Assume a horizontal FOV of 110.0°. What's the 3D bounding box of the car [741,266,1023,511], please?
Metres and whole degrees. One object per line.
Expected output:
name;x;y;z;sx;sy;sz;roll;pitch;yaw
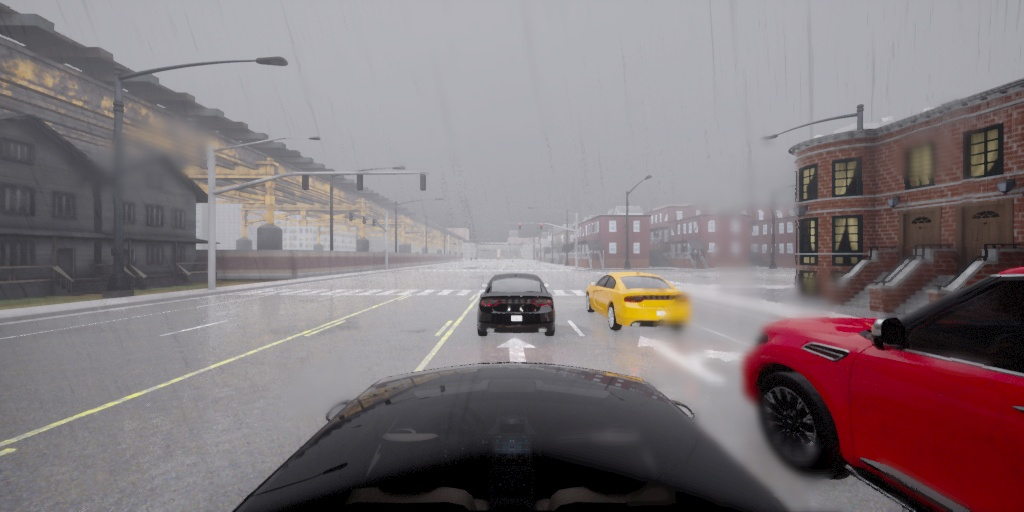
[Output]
car;3.598;0.972;1.571;2.150;2.045;5.566;0;0;0

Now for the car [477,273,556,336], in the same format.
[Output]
car;0.102;1.228;10.392;1.882;1.535;5.008;0;0;0

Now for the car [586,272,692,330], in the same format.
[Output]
car;3.604;1.228;11.097;1.882;1.535;5.008;0;0;0
